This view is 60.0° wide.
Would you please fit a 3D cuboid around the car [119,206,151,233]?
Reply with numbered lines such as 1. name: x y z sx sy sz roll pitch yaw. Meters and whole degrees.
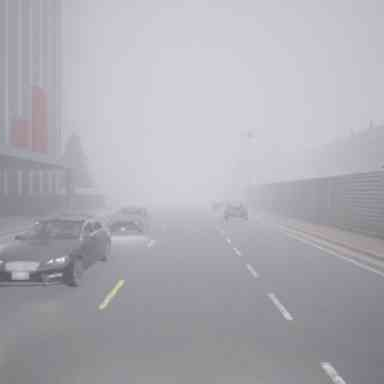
1. car: -3.636 1.579 20.279 2.033 1.411 5.357 0 0 0

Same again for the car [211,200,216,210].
1. car: 3.445 1.658 42.910 1.895 1.301 4.718 0 0 0

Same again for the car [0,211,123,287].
1. car: -3.622 1.509 9.460 2.128 1.511 4.902 0 0 0

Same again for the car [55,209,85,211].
1. car: -7.056 1.633 18.848 1.895 1.301 4.718 0 0 0

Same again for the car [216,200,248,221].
1. car: 3.486 1.529 27.940 2.128 1.511 4.902 0 0 0
